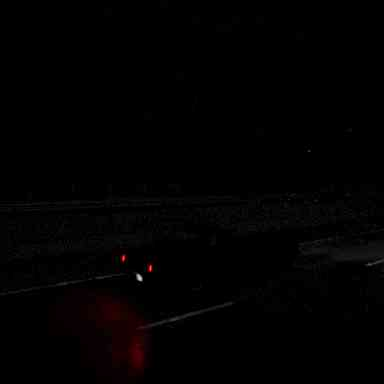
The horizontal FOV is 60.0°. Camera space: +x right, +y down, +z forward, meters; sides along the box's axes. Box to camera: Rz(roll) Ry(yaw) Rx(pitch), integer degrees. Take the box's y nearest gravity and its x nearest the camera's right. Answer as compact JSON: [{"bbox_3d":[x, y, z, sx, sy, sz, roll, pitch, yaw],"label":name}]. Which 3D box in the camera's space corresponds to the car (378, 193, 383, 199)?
[{"bbox_3d":[23.508,0.598,37.991,5.566,2.045,2.150,-1,0,-35],"label":"car"}]

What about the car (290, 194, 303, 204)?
[{"bbox_3d":[12.269,0.993,42.872,4.902,1.511,2.128,-1,1,-35],"label":"car"}]

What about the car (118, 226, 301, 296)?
[{"bbox_3d":[0.665,1.541,8.524,4.718,1.301,1.895,-1,0,-36],"label":"car"}]

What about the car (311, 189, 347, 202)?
[{"bbox_3d":[17.467,0.651,42.281,5.566,2.045,2.150,-1,0,-35],"label":"car"}]

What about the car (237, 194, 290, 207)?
[{"bbox_3d":[6.102,1.200,29.870,4.902,1.511,2.128,-1,1,-36],"label":"car"}]
